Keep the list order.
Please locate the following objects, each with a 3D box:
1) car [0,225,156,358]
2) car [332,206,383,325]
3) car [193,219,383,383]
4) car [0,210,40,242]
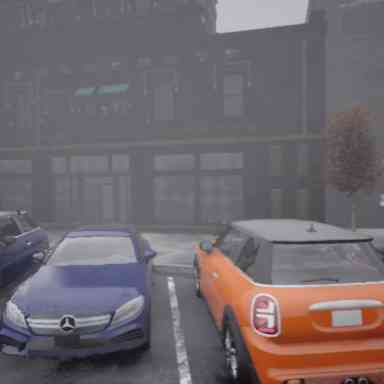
[{"bbox_3d":[-1.658,1.383,6.047,2.002,1.452,4.674,0,1,-6],"label":"car"},{"bbox_3d":[4.169,1.189,4.580,2.185,1.767,4.553,-1,1,-6],"label":"car"},{"bbox_3d":[1.254,1.203,5.296,2.185,1.767,4.553,-1,1,-6],"label":"car"},{"bbox_3d":[-4.574,1.232,6.791,2.185,1.767,4.553,0,1,-6],"label":"car"}]
